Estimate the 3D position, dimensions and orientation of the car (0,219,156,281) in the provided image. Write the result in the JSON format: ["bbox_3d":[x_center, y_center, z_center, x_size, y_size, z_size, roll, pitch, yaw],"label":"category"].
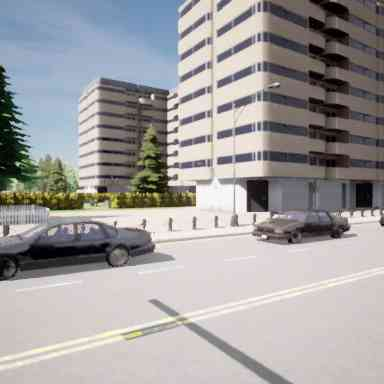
[{"bbox_3d":[-3.782,1.547,9.960,5.357,1.411,2.033,0,0,-31],"label":"car"}]

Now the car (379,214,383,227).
[{"bbox_3d":[13.985,1.559,21.477,4.181,1.385,1.994,0,0,-32],"label":"car"}]

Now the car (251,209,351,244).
[{"bbox_3d":[5.342,1.544,15.854,5.357,1.411,2.033,0,0,-33],"label":"car"}]
